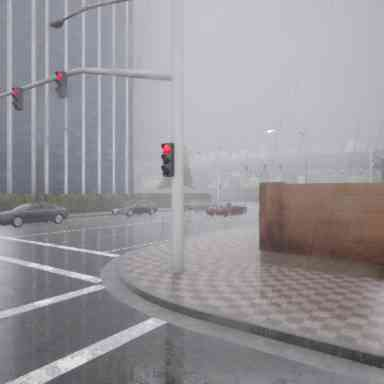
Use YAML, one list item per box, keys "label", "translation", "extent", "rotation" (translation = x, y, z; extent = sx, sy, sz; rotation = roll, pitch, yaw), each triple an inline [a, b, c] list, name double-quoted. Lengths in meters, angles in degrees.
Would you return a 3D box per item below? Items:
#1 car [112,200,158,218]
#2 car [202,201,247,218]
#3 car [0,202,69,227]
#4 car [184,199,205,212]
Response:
- label: "car"
  translation: [-5.248, 1.488, 30.929]
  extent: [2.128, 1.511, 4.902]
  rotation: [0, 0, 35]
- label: "car"
  translation: [3.256, 1.598, 30.475]
  extent: [1.895, 1.301, 4.718]
  rotation: [0, 0, 35]
- label: "car"
  translation: [-10.957, 1.502, 22.900]
  extent: [1.837, 1.490, 4.892]
  rotation: [0, 0, 35]
- label: "car"
  translation: [0.529, 1.561, 39.033]
  extent: [1.994, 1.385, 4.181]
  rotation: [0, 0, 35]
